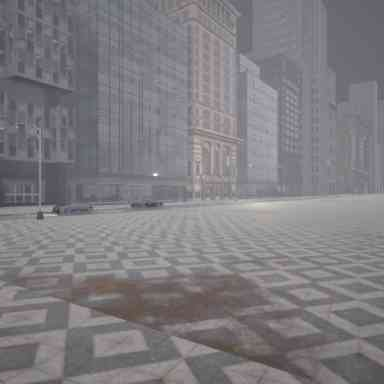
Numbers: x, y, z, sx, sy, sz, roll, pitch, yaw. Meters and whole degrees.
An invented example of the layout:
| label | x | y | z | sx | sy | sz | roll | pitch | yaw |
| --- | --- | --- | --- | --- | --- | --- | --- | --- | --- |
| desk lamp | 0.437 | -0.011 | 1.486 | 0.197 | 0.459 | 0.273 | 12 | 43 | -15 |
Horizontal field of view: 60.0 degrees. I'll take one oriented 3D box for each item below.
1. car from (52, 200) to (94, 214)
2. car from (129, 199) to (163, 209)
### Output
| label | x | y | z | sx | sy | sz | roll | pitch | yaw |
| --- | --- | --- | --- | --- | --- | --- | --- | --- | --- |
| car | -12.509 | 1.577 | 35.174 | 1.994 | 1.385 | 4.181 | 0 | 0 | 37 |
| car | -6.024 | 1.598 | 44.294 | 1.895 | 1.301 | 4.718 | 0 | 0 | 35 |
